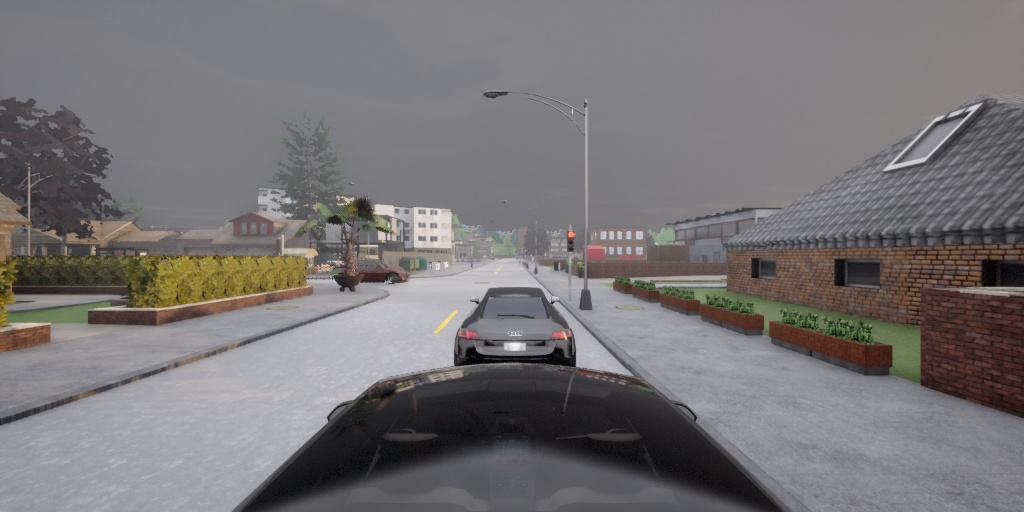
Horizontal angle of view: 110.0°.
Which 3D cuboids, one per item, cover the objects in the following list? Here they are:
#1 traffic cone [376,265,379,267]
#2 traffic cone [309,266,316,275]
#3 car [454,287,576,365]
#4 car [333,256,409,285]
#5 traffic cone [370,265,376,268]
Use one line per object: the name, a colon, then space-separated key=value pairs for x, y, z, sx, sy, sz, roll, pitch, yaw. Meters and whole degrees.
traffic cone: x=-15.391 y=1.558 z=40.712 sx=0.344 sy=0.586 sz=0.344 roll=0 pitch=0 yaw=0
traffic cone: x=-19.799 y=1.568 z=35.259 sx=0.344 sy=0.586 sz=0.344 roll=0 pitch=0 yaw=0
car: x=0.059 y=1.314 z=7.326 sx=1.994 sy=1.385 sz=4.181 roll=0 pitch=0 yaw=0
car: x=-9.599 y=1.101 z=25.135 sx=4.553 sy=1.767 sz=2.097 roll=0 pitch=0 yaw=-6
traffic cone: x=-15.752 y=1.561 z=40.143 sx=0.344 sy=0.586 sz=0.344 roll=0 pitch=0 yaw=0
